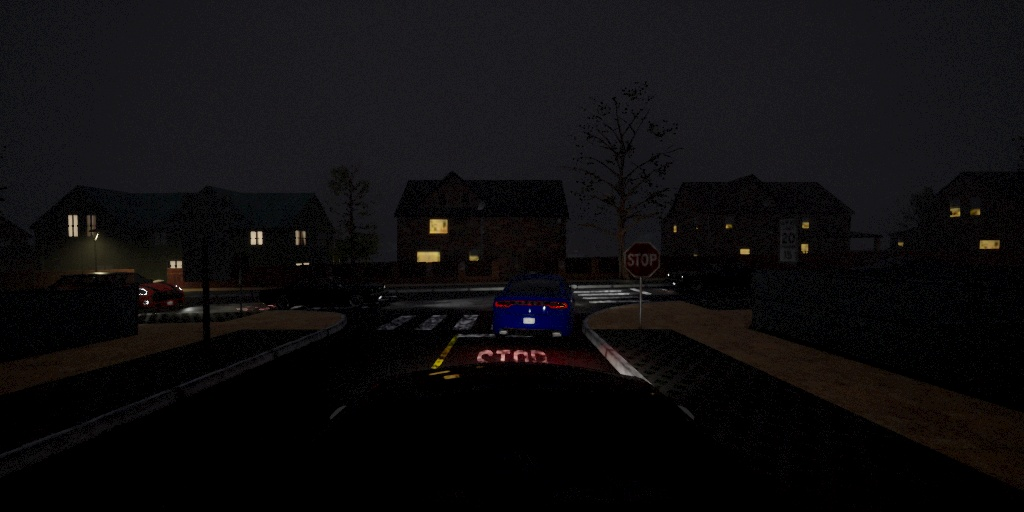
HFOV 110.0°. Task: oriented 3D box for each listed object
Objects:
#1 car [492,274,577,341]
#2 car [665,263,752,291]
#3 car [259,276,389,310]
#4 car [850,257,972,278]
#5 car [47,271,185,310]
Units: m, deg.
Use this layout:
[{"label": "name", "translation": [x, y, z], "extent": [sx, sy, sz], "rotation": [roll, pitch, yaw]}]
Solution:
[{"label": "car", "translation": [0.781, 1.226, 10.061], "extent": [1.882, 1.535, 5.008], "rotation": [0, 0, 10]}, {"label": "car", "translation": [10.401, 1.034, 18.202], "extent": [4.718, 1.301, 1.895], "rotation": [-1, 1, -1]}, {"label": "car", "translation": [-7.819, 1.506, 15.264], "extent": [4.718, 1.301, 1.895], "rotation": [-1, 1, 0]}, {"label": "car", "translation": [20.046, 0.753, 18.243], "extent": [5.357, 1.411, 2.033], "rotation": [-1, 1, 0]}, {"label": "car", "translation": [-16.807, 1.471, 15.251], "extent": [4.553, 1.767, 2.097], "rotation": [-1, 1, 0]}]
